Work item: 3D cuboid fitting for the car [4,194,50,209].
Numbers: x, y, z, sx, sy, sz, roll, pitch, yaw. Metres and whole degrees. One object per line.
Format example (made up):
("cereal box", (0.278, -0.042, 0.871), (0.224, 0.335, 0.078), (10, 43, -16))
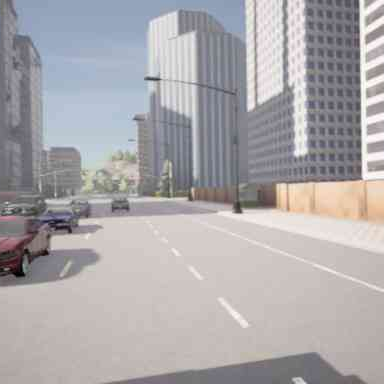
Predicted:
("car", (-12.750, 1.270, 25.766), (2.150, 2.045, 5.566), (-1, 1, -12))

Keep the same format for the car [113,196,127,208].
("car", (-10.244, 1.361, 47.035), (1.812, 1.442, 4.674), (-1, 1, -13))

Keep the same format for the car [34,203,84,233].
("car", (-7.760, 1.602, 19.498), (1.895, 1.301, 4.718), (-1, 0, -13))

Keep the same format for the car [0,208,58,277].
("car", (-5.698, 1.510, 10.268), (1.882, 1.535, 5.008), (-1, 0, -13))

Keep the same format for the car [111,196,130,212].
("car", (-7.883, 1.360, 36.708), (2.128, 1.511, 4.902), (-1, 0, -12))

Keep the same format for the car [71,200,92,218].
("car", (-9.991, 1.458, 29.522), (2.128, 1.511, 4.902), (-1, 0, -12))
